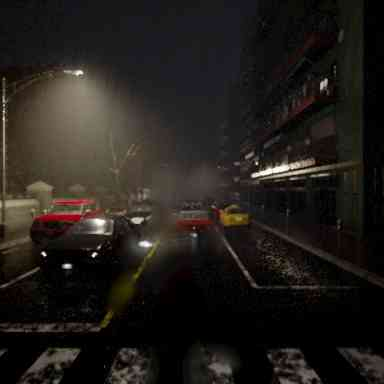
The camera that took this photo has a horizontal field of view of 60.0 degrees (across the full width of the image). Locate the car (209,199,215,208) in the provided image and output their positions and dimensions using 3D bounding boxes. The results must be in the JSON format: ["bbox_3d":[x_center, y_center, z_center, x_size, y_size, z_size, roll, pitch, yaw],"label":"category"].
[{"bbox_3d":[2.692,1.546,26.874,1.887,1.381,4.507,0,0,0],"label":"car"}]

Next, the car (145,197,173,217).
[{"bbox_3d":[-3.076,1.508,31.703,1.837,1.490,4.892,0,0,0],"label":"car"}]

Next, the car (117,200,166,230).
[{"bbox_3d":[-3.087,1.491,21.366,2.128,1.511,4.902,0,0,0],"label":"car"}]

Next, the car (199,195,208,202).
[{"bbox_3d":[2.702,1.469,76.691,1.967,1.590,4.097,0,0,0],"label":"car"}]

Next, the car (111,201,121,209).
[{"bbox_3d":[-5.689,1.441,26.876,1.967,1.590,4.097,0,0,0],"label":"car"}]

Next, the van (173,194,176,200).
[{"bbox_3d":[-5.677,1.379,87.762,1.690,1.788,3.998,0,0,0],"label":"van"}]

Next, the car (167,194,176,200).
[{"bbox_3d":[-5.676,1.357,93.298,2.192,1.841,5.009,0,0,0],"label":"car"}]

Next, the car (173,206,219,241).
[{"bbox_3d":[0.102,1.600,16.814,1.895,1.301,4.718,0,0,0],"label":"car"}]

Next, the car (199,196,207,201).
[{"bbox_3d":[2.704,1.599,82.226,1.947,1.339,4.313,0,0,0],"label":"car"}]

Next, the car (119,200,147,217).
[{"bbox_3d":[-5.687,1.548,32.411,1.887,1.381,4.507,0,0,0],"label":"car"}]

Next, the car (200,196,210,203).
[{"bbox_3d":[2.701,1.590,71.156,1.947,1.339,4.313,0,0,0],"label":"car"}]

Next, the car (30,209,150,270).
[{"bbox_3d":[-3.066,1.546,11.301,2.033,1.411,5.357,0,0,4],"label":"car"}]

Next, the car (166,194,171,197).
[{"bbox_3d":[-5.680,1.544,65.452,1.752,1.417,4.829,0,0,0],"label":"car"}]

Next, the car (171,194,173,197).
[{"bbox_3d":[-5.679,1.574,71.157,2.008,1.369,4.403,0,0,0],"label":"car"}]

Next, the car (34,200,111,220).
[{"bbox_3d":[-5.691,1.314,15.805,2.192,1.841,5.009,0,0,0],"label":"car"}]

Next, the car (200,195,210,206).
[{"bbox_3d":[2.698,1.557,54.551,1.887,1.381,4.507,0,0,0],"label":"car"}]

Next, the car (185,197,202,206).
[{"bbox_3d":[0.026,1.608,43.018,1.895,1.301,4.718,0,0,0],"label":"car"}]

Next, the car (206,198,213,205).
[{"bbox_3d":[2.693,1.554,32.410,2.008,1.369,4.403,0,0,0],"label":"car"}]

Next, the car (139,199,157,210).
[{"bbox_3d":[-5.685,1.589,43.481,1.802,1.307,4.206,0,0,0],"label":"car"}]

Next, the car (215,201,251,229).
[{"bbox_3d":[2.691,1.526,21.509,1.752,1.417,4.829,0,0,0],"label":"car"}]
